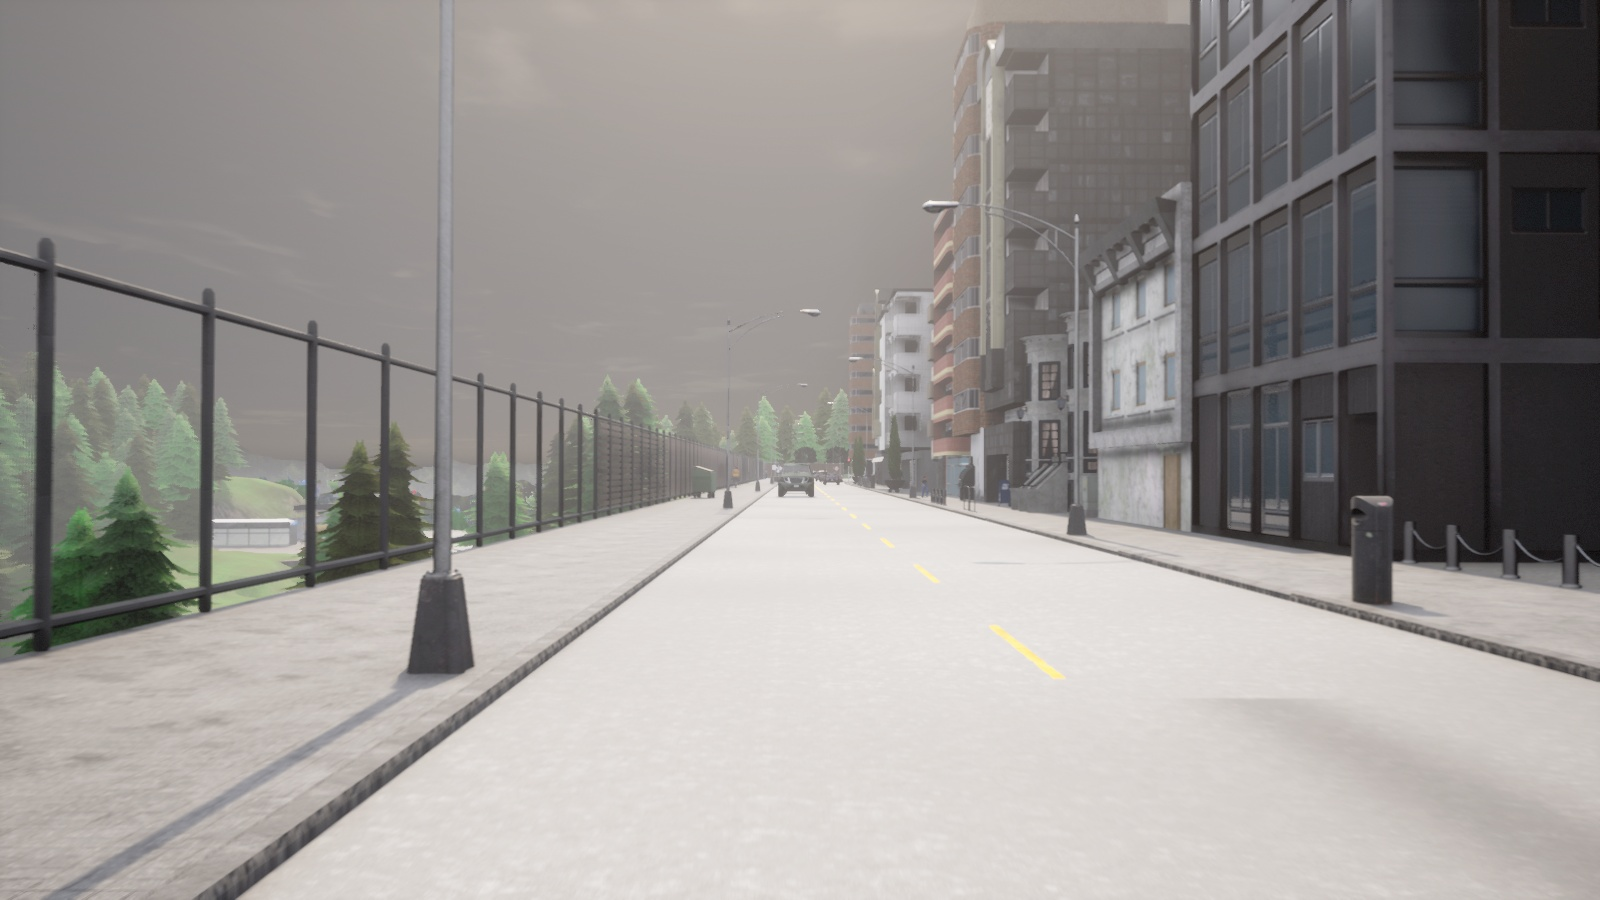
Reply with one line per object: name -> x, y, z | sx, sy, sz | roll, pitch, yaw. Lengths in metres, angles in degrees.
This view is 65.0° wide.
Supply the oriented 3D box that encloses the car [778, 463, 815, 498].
car -> -0.214, 1.814, 76.448 | 2.150, 2.045, 5.566 | 0, -1, 0
